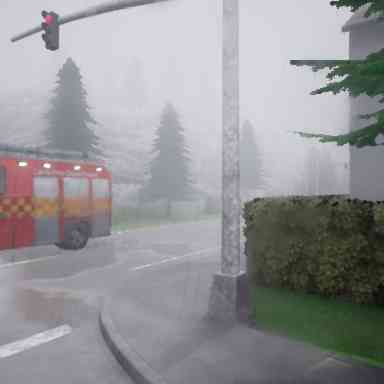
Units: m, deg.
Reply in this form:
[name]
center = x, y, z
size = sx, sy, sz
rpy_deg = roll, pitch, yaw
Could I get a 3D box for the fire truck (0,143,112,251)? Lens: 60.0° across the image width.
[fire truck]
center = -6.895, 0.325, 11.438
size = 2.891, 3.827, 8.468
rpy_deg = 0, 0, 36
